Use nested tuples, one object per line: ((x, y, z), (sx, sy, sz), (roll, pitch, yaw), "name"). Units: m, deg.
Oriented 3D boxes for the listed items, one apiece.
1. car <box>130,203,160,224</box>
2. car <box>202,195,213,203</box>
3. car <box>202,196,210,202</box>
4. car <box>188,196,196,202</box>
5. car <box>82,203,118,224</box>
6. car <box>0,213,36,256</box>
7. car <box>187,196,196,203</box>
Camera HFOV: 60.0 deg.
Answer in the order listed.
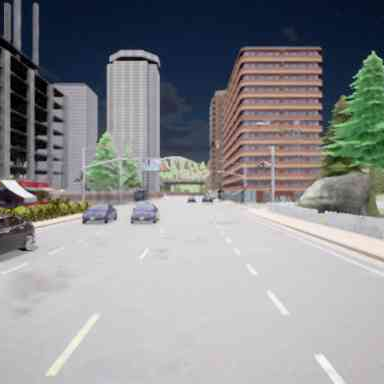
((-3.516, 1.599, 25.670), (1.812, 1.442, 4.674), (0, 0, 0), "car")
((3.457, 1.537, 72.914), (2.097, 1.767, 4.553), (0, 0, 0), "car")
((3.451, 1.705, 82.977), (1.994, 1.385, 4.181), (0, 0, 0), "car")
((-0.049, 1.693, 82.975), (2.033, 1.411, 5.357), (0, 0, 0), "car")
((-7.015, 1.601, 25.759), (1.812, 1.442, 4.674), (0, 0, 0), "car")
((-7.090, 1.534, 11.261), (1.837, 1.490, 4.892), (0, 0, 0), "car")
((-0.043, 1.778, 73.004), (1.895, 1.301, 4.718), (0, 0, 0), "car")
